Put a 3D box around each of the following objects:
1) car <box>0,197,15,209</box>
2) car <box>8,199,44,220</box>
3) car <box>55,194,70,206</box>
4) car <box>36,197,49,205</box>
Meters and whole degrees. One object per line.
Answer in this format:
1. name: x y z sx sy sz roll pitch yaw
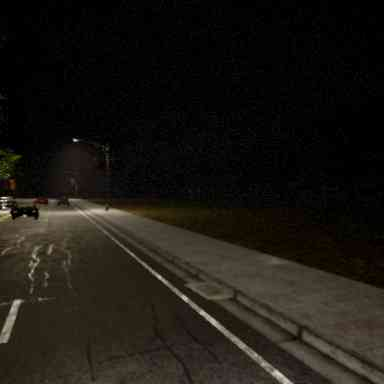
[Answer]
1. car: -23.028 1.407 41.503 2.128 1.511 4.902 0 0 -22
2. car: -13.656 1.540 27.570 1.895 1.301 4.718 0 0 -22
3. car: -20.876 1.499 53.932 2.033 1.411 5.357 0 0 -22
4. car: -25.168 1.505 55.855 1.994 1.385 4.181 0 0 -22
